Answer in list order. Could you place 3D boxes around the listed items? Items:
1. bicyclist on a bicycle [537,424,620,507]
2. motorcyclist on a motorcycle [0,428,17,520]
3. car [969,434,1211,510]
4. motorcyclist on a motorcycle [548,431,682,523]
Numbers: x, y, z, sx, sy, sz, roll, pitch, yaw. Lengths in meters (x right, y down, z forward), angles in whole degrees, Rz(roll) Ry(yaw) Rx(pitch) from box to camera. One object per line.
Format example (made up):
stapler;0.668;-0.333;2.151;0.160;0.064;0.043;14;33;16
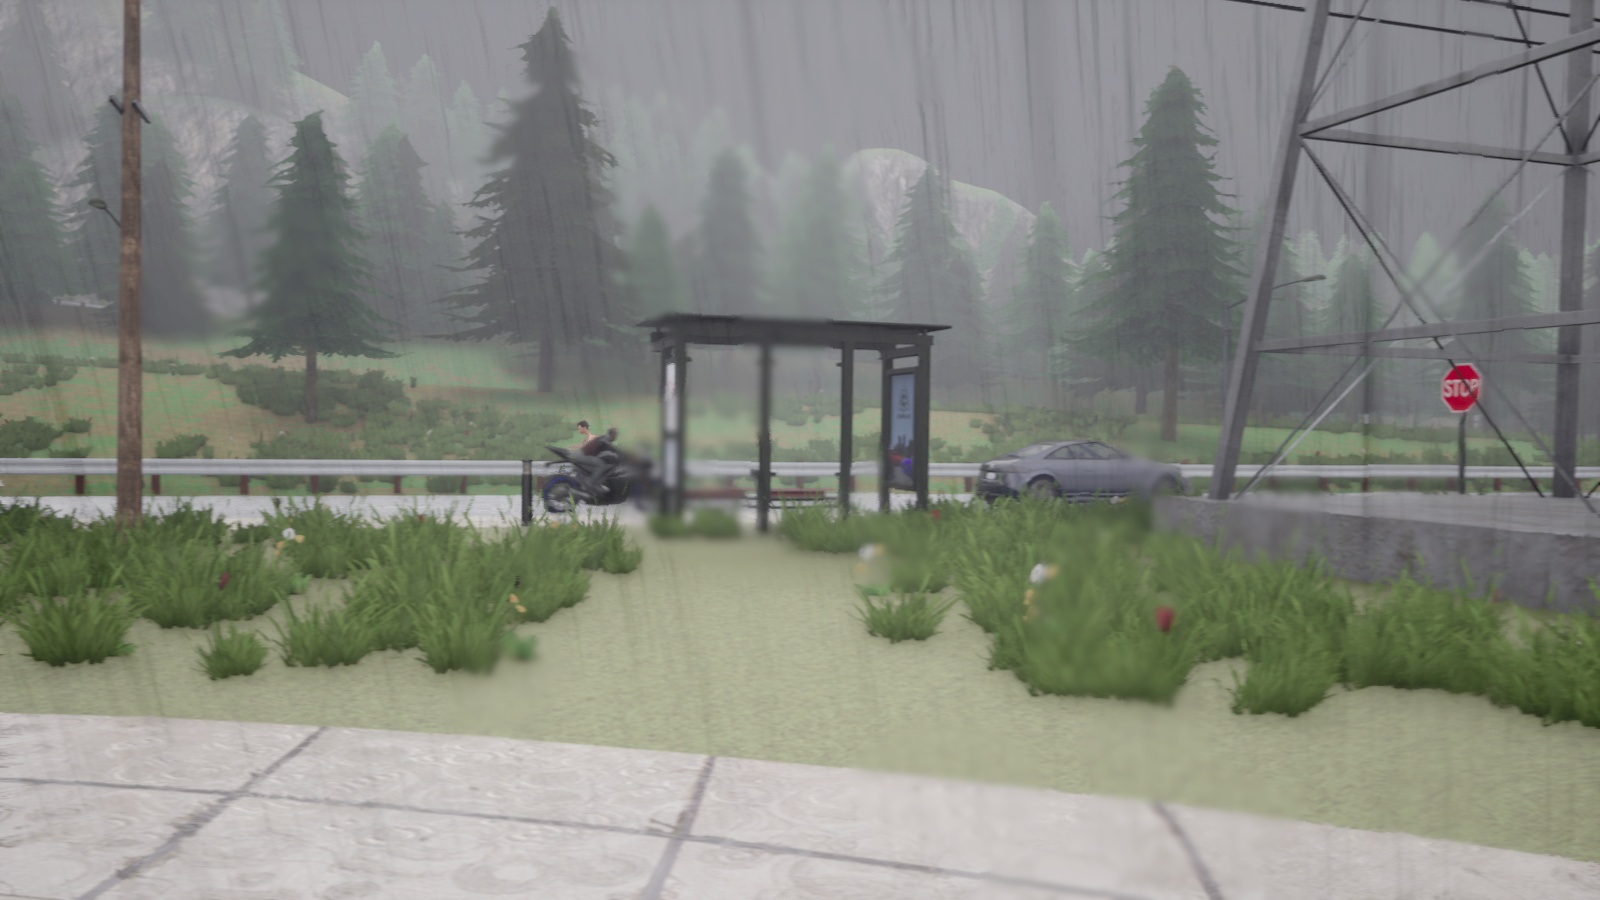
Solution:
bicyclist on a bicycle;-4.436;0.301;25.117;1.509;1.612;0.866;-1;1;-17
motorcyclist on a motorcycle;-14.792;0.414;21.827;1.817;1.590;0.866;-1;1;-18
car;5.664;0.390;24.665;4.181;1.385;1.994;0;1;-17
motorcyclist on a motorcycle;-3.225;0.444;21.836;2.191;1.530;0.866;-1;1;-18
